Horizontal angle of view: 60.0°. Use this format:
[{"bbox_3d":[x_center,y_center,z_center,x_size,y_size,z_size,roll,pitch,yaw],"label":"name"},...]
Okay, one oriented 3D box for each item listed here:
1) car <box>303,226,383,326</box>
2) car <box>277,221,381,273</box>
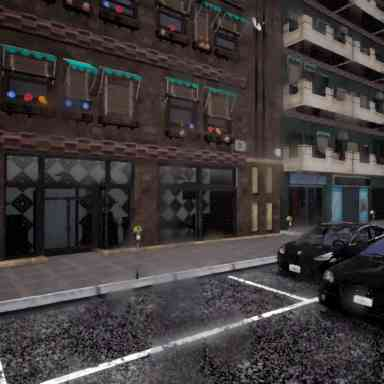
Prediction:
[{"bbox_3d":[4.364,1.564,6.504,4.181,1.385,1.994,0,0,-36],"label":"car"},{"bbox_3d":[4.378,1.566,9.698,4.313,1.339,1.947,0,0,-36],"label":"car"}]
